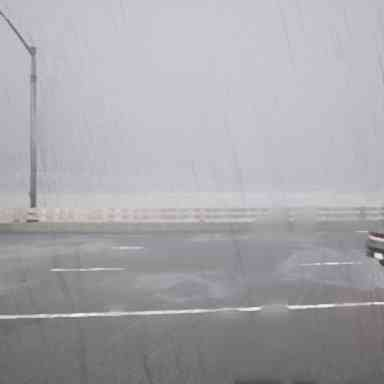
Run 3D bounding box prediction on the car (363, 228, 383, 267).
[{"bbox_3d":[7.260,1.471,9.124,4.902,1.511,2.128,0,0,-10],"label":"car"}]
